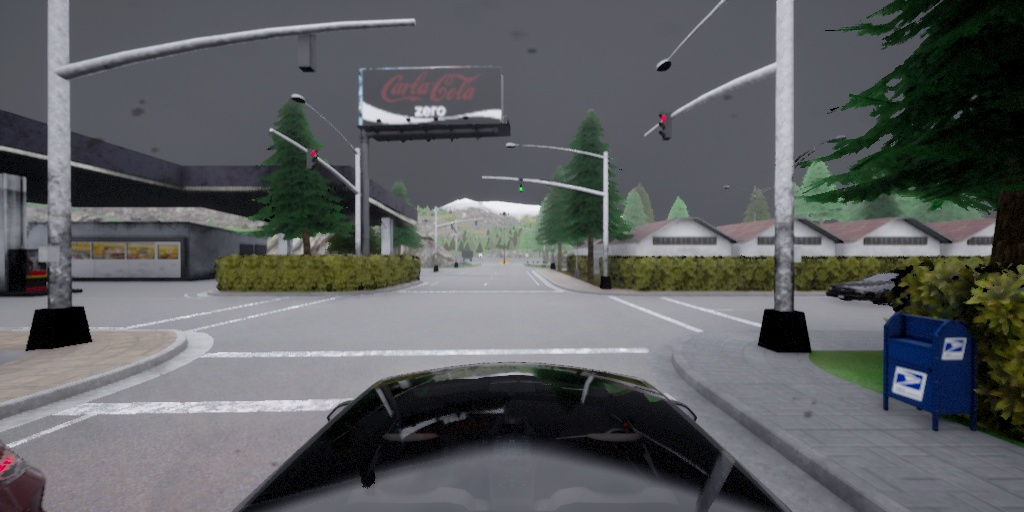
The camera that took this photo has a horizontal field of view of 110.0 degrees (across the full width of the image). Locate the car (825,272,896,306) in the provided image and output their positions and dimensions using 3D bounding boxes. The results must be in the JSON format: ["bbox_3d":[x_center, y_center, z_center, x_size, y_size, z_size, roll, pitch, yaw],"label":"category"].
[{"bbox_3d":[17.323,1.422,15.966,5.357,1.411,2.033,0,0,0],"label":"car"}]
